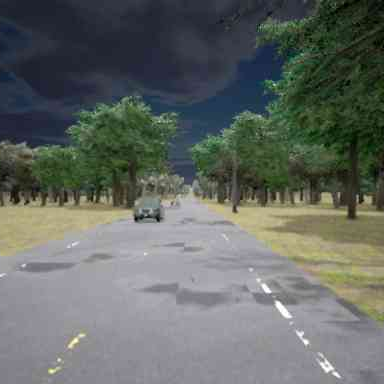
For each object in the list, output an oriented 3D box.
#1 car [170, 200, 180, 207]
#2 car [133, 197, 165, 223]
[{"bbox_3d":[-3.502,2.354,69.267,2.128,1.511,4.902,0,-1,0],"label":"car"},{"bbox_3d":[-3.597,1.485,28.624,2.150,2.045,5.566,0,-1,0],"label":"car"}]
